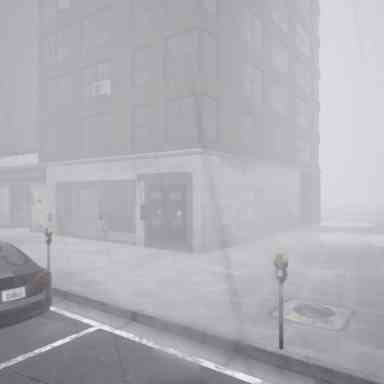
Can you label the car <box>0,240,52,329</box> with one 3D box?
[{"bbox_3d":[-4.349,1.565,6.188,4.313,1.339,1.947,0,0,36],"label":"car"}]
